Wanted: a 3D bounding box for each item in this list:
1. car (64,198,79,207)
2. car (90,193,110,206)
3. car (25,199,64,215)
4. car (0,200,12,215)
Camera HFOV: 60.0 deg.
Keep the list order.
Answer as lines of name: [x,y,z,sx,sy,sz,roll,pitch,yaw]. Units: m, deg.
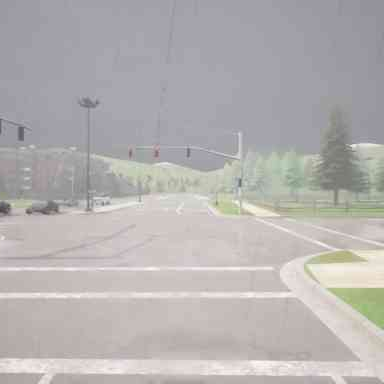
car: [-18.531,1.600,49.474,1.895,1.301,4.718,0,0,0]
car: [-15.013,1.216,54.102,2.150,2.045,5.566,0,1,0]
car: [-15.046,1.526,33.797,1.812,1.442,4.674,0,0,0]
car: [-18.564,1.492,30.540,2.128,1.511,4.902,0,0,0]
